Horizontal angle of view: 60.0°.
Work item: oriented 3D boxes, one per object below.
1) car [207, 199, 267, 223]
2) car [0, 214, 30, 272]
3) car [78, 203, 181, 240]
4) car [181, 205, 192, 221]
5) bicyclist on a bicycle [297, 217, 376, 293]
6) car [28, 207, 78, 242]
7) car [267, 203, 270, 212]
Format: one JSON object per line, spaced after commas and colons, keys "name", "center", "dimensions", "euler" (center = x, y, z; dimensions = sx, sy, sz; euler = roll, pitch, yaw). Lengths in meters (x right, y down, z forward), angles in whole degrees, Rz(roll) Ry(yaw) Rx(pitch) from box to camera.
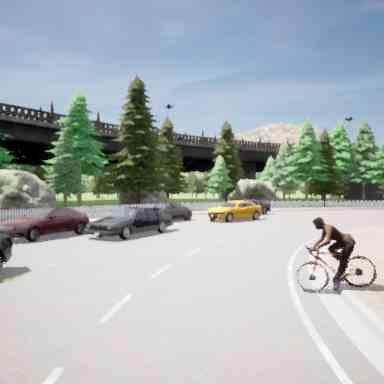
{"name": "car", "center": [3.328, 1.432, 25.614], "dimensions": [5.008, 1.535, 1.882], "euler": [0, 0, -41]}
{"name": "car", "center": [-6.234, 1.479, 7.358], "dimensions": [2.128, 1.511, 4.902], "euler": [0, 0, 10]}
{"name": "car", "center": [-3.008, 1.516, 17.383], "dimensions": [2.033, 1.411, 5.357], "euler": [0, 0, 29]}
{"name": "car", "center": [-1.899, 1.519, 24.976], "dimensions": [1.994, 1.385, 4.181], "euler": [0, 0, 42]}
{"name": "bicyclist on a bicycle", "center": [3.039, 1.345, 7.227], "dimensions": [1.656, 1.620, 0.582], "euler": [-10, -2, 11]}
{"name": "car", "center": [-7.140, 1.496, 16.567], "dimensions": [1.812, 1.442, 4.674], "euler": [0, 0, 25]}
{"name": "car", "center": [5.344, 1.435, 31.738], "dimensions": [4.902, 1.511, 2.128], "euler": [0, 0, -34]}
